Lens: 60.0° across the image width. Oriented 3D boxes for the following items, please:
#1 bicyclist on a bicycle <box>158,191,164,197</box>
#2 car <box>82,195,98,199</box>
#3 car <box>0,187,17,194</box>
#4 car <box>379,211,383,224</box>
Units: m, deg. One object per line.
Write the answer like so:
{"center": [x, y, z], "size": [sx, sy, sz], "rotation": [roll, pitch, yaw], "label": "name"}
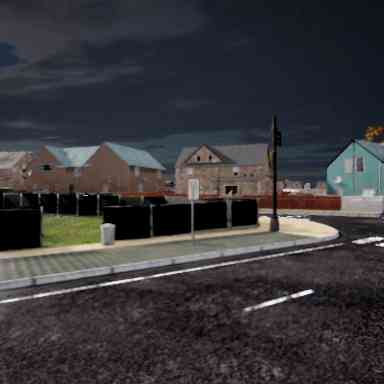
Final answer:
{"center": [-3.125, 0.744, 33.714], "size": [0.582, 1.620, 1.656], "rotation": [1, 1, 19], "label": "bicyclist on a bicycle"}
{"center": [-9.164, 0.978, 29.592], "size": [4.181, 1.385, 1.994], "rotation": [1, 1, 18], "label": "car"}
{"center": [-19.114, 0.499, 33.053], "size": [5.566, 2.045, 2.150], "rotation": [1, 1, 19], "label": "car"}
{"center": [13.715, 1.423, 19.979], "size": [1.812, 1.442, 4.674], "rotation": [1, 2, -22], "label": "car"}
